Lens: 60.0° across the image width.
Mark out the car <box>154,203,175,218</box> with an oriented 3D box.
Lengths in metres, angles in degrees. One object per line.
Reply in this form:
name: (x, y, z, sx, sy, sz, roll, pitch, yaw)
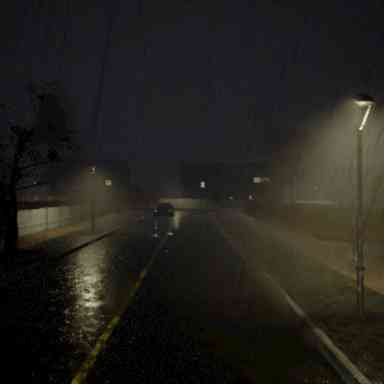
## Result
car: (-2.814, 1.834, 34.482, 1.812, 1.442, 4.674, 0, -1, 0)
